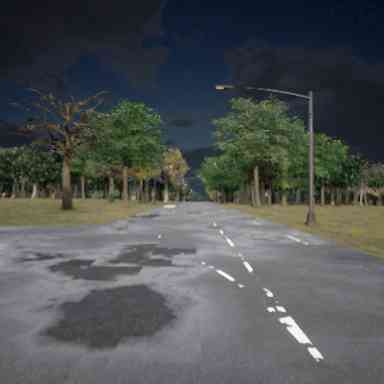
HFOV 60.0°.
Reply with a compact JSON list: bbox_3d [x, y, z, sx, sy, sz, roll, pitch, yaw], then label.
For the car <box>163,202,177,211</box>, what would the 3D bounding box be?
[{"bbox_3d":[-3.468,2.264,52.846,1.895,1.301,4.718,0,-1,0],"label":"car"}]
